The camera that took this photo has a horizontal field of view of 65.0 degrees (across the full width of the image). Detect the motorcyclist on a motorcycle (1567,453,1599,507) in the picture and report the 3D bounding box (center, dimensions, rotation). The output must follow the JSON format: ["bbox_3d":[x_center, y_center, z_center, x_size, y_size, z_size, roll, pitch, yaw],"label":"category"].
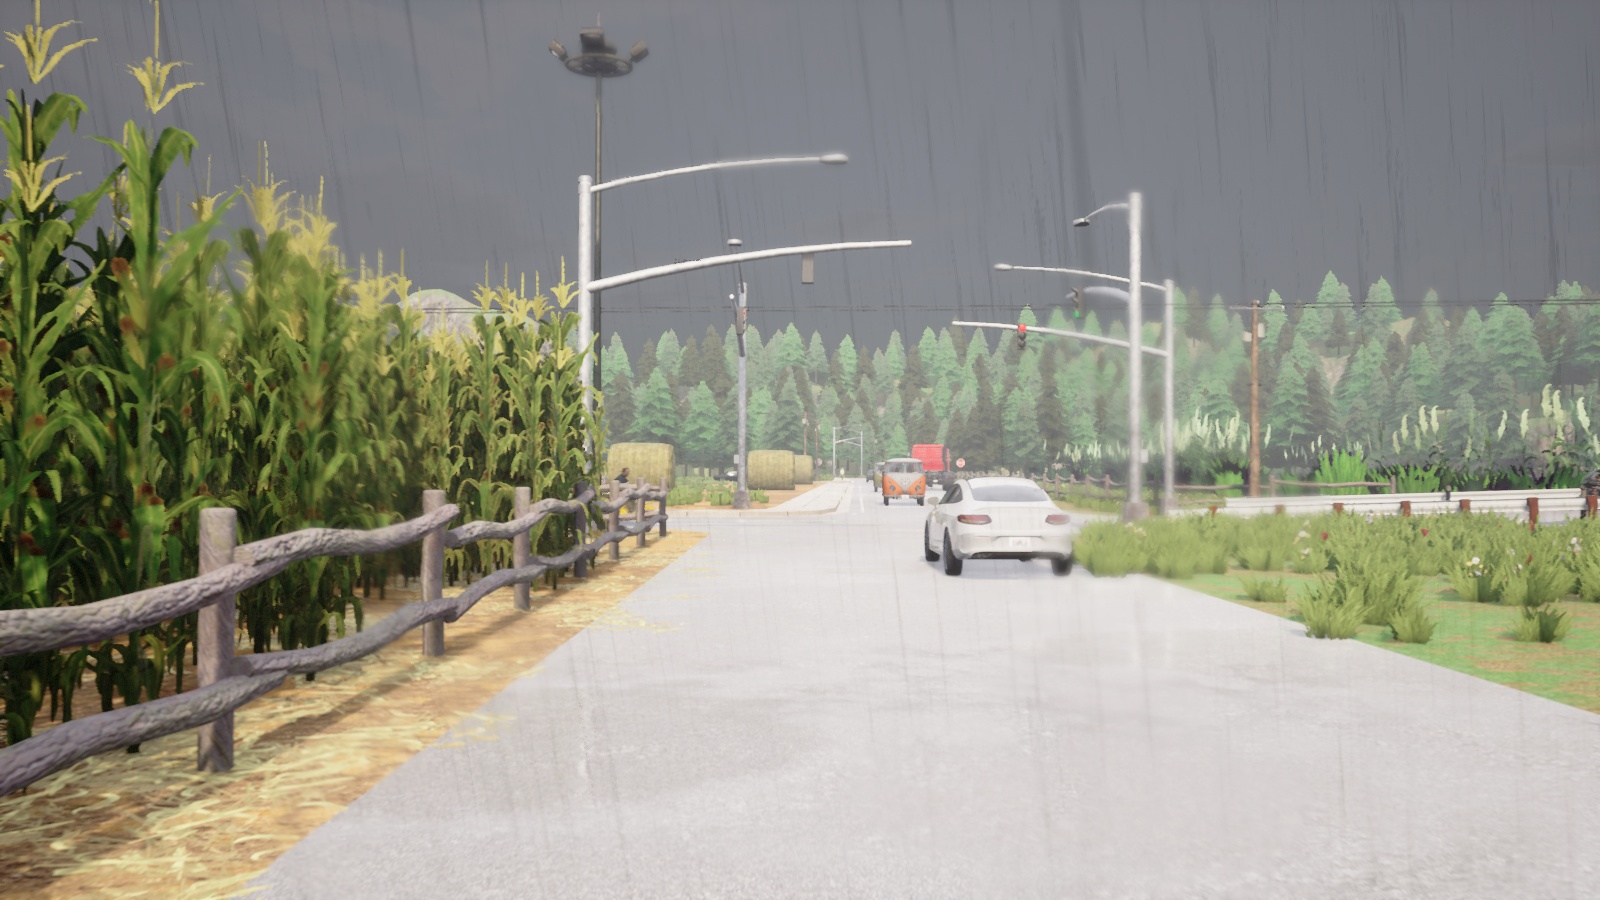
[{"bbox_3d":[23.544,0.829,36.212,2.191,1.530,0.866,-3,-1,6],"label":"motorcyclist on a motorcycle"}]

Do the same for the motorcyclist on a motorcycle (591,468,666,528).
[{"bbox_3d":[-4.645,1.294,34.044,1.817,1.590,0.866,0,1,13],"label":"motorcyclist on a motorcycle"}]

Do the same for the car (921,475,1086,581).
[{"bbox_3d":[3.053,1.121,19.765,1.812,1.442,4.674,0,-1,0],"label":"car"}]

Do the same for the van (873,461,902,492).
[{"bbox_3d":[5.763,1.753,83.147,1.775,1.987,4.442,0,-1,3],"label":"van"}]

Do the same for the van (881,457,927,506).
[{"bbox_3d":[4.393,1.311,53.322,1.775,1.987,4.442,0,-1,3],"label":"van"}]

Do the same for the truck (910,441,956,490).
[{"bbox_3d":[9.672,1.135,92.033,2.891,3.462,7.936,0,-1,3],"label":"truck"}]
